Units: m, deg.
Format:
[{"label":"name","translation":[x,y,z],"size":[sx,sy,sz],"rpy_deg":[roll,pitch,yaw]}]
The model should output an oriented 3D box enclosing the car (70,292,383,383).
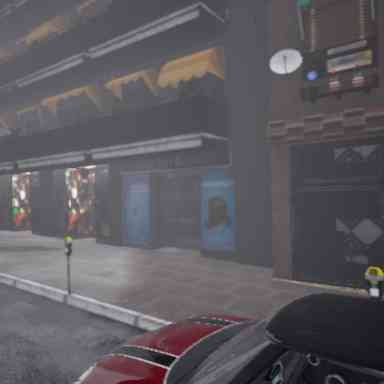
[{"label":"car","translation":[0.913,1.440,2.106],"size":[4.097,1.590,1.967],"rpy_deg":[0,-1,36]}]
